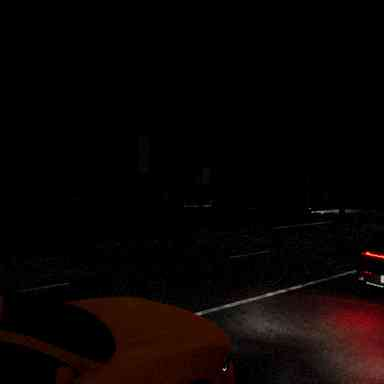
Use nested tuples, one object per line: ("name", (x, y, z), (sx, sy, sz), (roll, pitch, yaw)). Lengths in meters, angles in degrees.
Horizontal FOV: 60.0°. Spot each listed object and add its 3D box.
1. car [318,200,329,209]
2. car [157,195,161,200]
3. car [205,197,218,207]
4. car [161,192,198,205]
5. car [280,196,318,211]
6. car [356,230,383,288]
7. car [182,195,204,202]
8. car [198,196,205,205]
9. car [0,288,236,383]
("car", (13.472, 1.260, 38.854), (1.837, 1.490, 4.892), (-1, 0, -39))
("car", (-6.278, 1.238, 74.749), (2.128, 1.511, 4.902), (-1, 0, -38))
("car", (4.508, 1.268, 44.401), (1.882, 1.535, 5.008), (-1, 0, -39))
("car", (-2.046, 1.017, 52.546), (2.150, 2.045, 5.566), (-1, 0, -39))
("car", (10.658, 1.333, 36.767), (2.033, 1.411, 5.357), (-1, 0, -39))
("car", (5.825, 1.468, 7.922), (4.892, 1.490, 1.837), (0, 0, -36))
("car", (0.073, 1.308, 66.972), (1.895, 1.301, 4.718), (-1, 0, -39))
("car", (1.380, 1.366, 53.875), (1.895, 1.301, 4.718), (-1, 0, -39))
("car", (-1.879, 1.478, 2.388), (5.008, 1.535, 1.882), (0, 0, -36))
